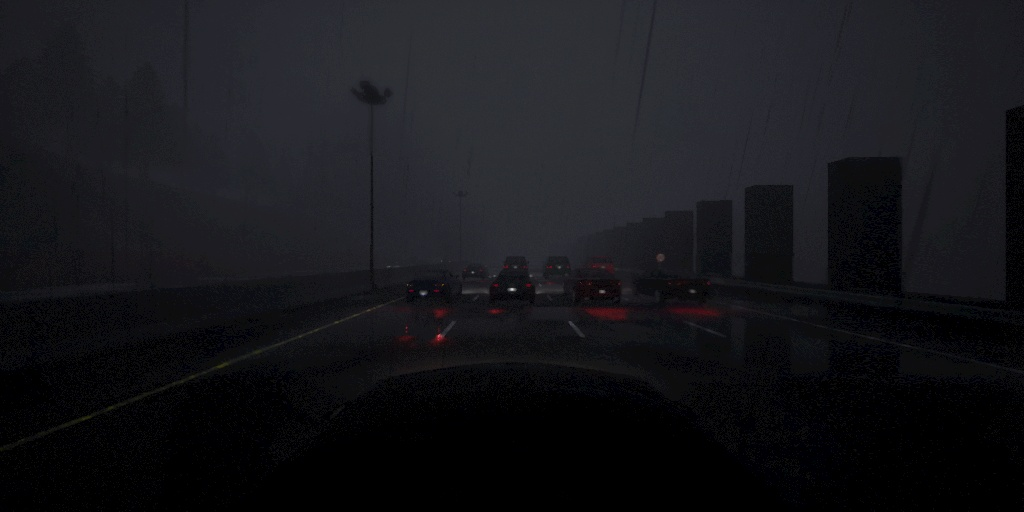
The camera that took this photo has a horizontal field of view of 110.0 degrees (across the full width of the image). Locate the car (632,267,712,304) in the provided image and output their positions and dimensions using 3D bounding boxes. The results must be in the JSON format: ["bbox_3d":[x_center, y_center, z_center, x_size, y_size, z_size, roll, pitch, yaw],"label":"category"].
[{"bbox_3d":[7.026,1.232,16.337,1.882,1.535,5.008,0,0,1],"label":"car"}]

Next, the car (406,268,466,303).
[{"bbox_3d":[-3.473,1.280,16.445,1.812,1.442,4.674,0,0,1],"label":"car"}]

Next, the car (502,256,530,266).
[{"bbox_3d":[0.339,1.005,31.316,2.150,2.045,5.566,0,0,1],"label":"car"}]

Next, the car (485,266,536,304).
[{"bbox_3d":[0.026,1.320,16.409,1.994,1.385,4.181,0,0,1],"label":"car"}]

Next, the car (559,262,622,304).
[{"bbox_3d":[3.526,1.232,16.373,1.882,1.535,5.008,0,0,1],"label":"car"}]

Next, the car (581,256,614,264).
[{"bbox_3d":[7.337,1.005,31.148,2.150,2.045,5.566,0,0,1],"label":"car"}]

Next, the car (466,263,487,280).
[{"bbox_3d":[-3.161,1.320,31.370,1.994,1.385,4.181,0,0,1],"label":"car"}]

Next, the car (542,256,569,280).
[{"bbox_3d":[3.838,1.005,31.232,2.150,2.045,5.566,0,0,1],"label":"car"}]
